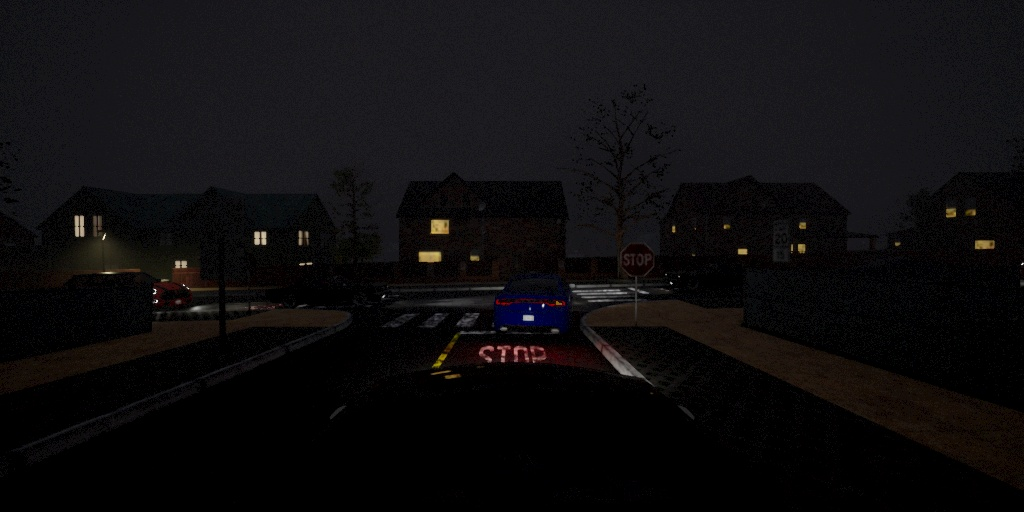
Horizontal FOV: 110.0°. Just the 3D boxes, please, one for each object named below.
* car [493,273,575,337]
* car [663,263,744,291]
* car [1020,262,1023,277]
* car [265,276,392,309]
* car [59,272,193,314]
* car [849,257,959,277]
[{"bbox_3d":[0.789,1.226,10.413,1.882,1.535,5.008,0,0,10],"label":"car"},{"bbox_3d":[10.416,1.034,18.545,4.718,1.301,1.895,-1,1,-1],"label":"car"},{"bbox_3d":[29.571,0.335,18.567,4.553,1.767,2.097,-1,1,0],"label":"car"},{"bbox_3d":[-7.807,1.506,15.623,4.718,1.301,1.895,-1,1,0],"label":"car"},{"bbox_3d":[-16.795,1.471,15.618,4.553,1.767,2.097,-1,1,0],"label":"car"},{"bbox_3d":[20.061,0.753,18.578,5.357,1.411,2.033,-1,1,0],"label":"car"}]
